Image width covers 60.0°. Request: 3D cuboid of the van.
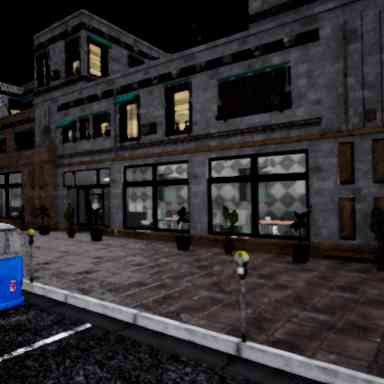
[{"bbox_3d":[-4.892,1.398,6.371,3.998,1.788,1.690,-1,-1,35],"label":"van"}]
